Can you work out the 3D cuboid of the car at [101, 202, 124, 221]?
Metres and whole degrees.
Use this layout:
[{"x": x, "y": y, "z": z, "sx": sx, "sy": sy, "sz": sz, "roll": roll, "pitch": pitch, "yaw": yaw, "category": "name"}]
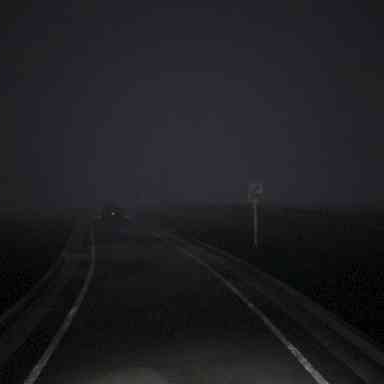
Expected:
[{"x": -7.404, "y": 1.896, "z": 30.987, "sx": 1.994, "sy": 1.385, "sz": 4.181, "roll": 0, "pitch": -1, "yaw": -15, "category": "car"}]
